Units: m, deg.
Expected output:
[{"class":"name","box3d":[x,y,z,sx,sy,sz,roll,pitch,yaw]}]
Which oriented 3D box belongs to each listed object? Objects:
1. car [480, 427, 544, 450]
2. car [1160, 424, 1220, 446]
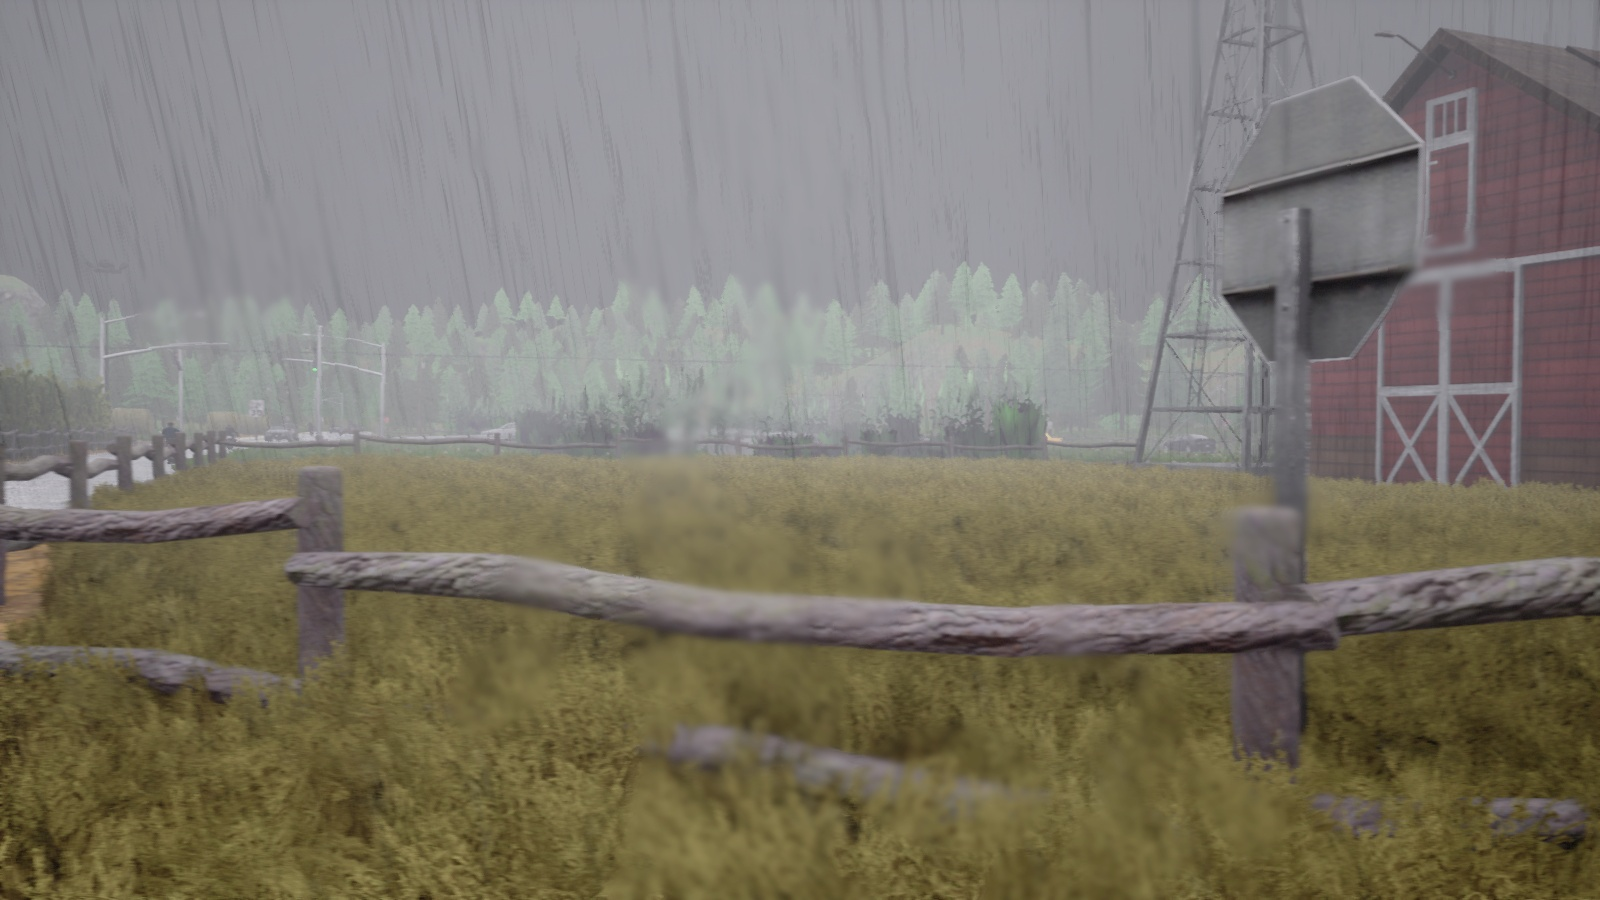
[{"class":"car","box3d":[-22.005,-0.892,95.942,4.674,1.442,1.812,-4,2,-15]},{"class":"car","box3d":[28.715,-1.095,92.699,1.882,1.535,5.008,-1,1,-14]}]
